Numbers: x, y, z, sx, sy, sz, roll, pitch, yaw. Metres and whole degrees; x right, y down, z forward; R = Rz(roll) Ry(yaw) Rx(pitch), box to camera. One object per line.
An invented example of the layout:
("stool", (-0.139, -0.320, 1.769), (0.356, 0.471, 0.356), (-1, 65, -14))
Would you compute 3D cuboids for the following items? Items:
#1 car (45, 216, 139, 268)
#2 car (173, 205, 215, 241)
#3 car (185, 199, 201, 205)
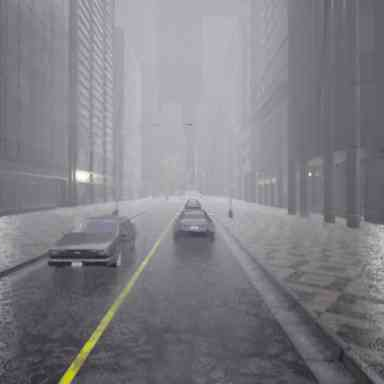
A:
("car", (-3.054, 1.541, 11.508), (2.033, 1.411, 5.357), (0, 0, 0))
("car", (0.101, 1.554, 16.791), (1.994, 1.385, 4.181), (0, 0, 0))
("car", (0.107, 1.540, 41.111), (1.994, 1.385, 4.181), (0, 0, 0))
